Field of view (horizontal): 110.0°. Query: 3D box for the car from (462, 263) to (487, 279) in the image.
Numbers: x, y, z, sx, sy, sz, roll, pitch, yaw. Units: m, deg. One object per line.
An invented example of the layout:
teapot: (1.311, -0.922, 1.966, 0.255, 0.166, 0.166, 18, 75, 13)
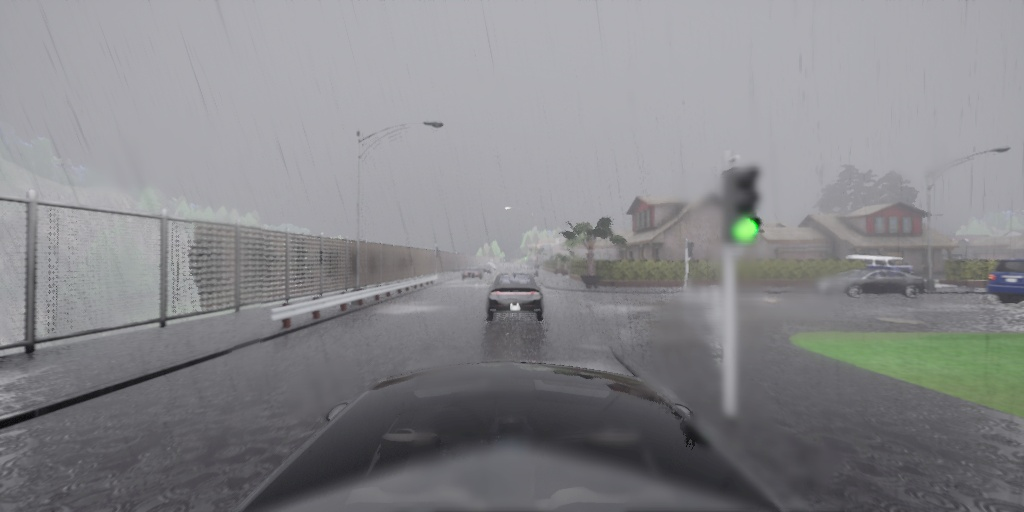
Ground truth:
car: (-4.089, 1.729, 37.932, 1.994, 1.385, 4.181, 0, -1, 0)

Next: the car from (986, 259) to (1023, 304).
car: (23.902, 1.126, 15.211, 5.566, 2.045, 2.150, 0, -1, 1)

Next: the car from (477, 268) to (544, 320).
car: (0.098, 1.375, 13.242, 2.128, 1.511, 4.902, 0, -1, 0)

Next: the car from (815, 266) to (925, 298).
car: (19.208, 1.444, 19.387, 4.902, 1.511, 2.128, 0, -1, 0)

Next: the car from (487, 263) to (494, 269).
car: (-4.056, 1.848, 53.301, 1.837, 1.490, 4.892, 0, -1, 0)
